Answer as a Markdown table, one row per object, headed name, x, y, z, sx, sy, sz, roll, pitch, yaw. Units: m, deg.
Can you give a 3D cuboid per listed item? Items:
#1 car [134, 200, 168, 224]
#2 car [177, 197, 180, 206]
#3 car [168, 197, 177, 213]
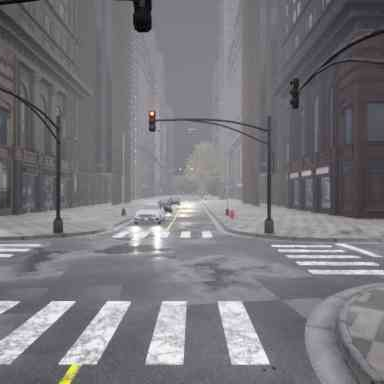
| name | x | y | z | sx | sy | sz | roll | pitch | yaw |
| --- | --- | --- | --- | --- | --- | --- | --- | --- | --- |
| car | -3.060 | 1.525 | 24.588 | 1.812 | 1.442 | 4.674 | 0 | 0 | 0 |
| car | -2.949 | 1.502 | 55.397 | 1.882 | 1.535 | 5.008 | 0 | 0 | 0 |
| car | -3.041 | 1.551 | 36.740 | 2.033 | 1.411 | 5.357 | 0 | 0 | 0 |
